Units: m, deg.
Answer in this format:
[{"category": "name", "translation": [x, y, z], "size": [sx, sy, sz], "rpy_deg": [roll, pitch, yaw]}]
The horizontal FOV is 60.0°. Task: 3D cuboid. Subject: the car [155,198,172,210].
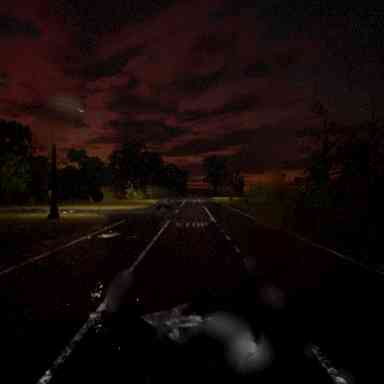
[{"category": "car", "translation": [-3.433, 1.498, 41.444], "size": [2.033, 1.411, 5.357], "rpy_deg": [0, 0, 0]}]
